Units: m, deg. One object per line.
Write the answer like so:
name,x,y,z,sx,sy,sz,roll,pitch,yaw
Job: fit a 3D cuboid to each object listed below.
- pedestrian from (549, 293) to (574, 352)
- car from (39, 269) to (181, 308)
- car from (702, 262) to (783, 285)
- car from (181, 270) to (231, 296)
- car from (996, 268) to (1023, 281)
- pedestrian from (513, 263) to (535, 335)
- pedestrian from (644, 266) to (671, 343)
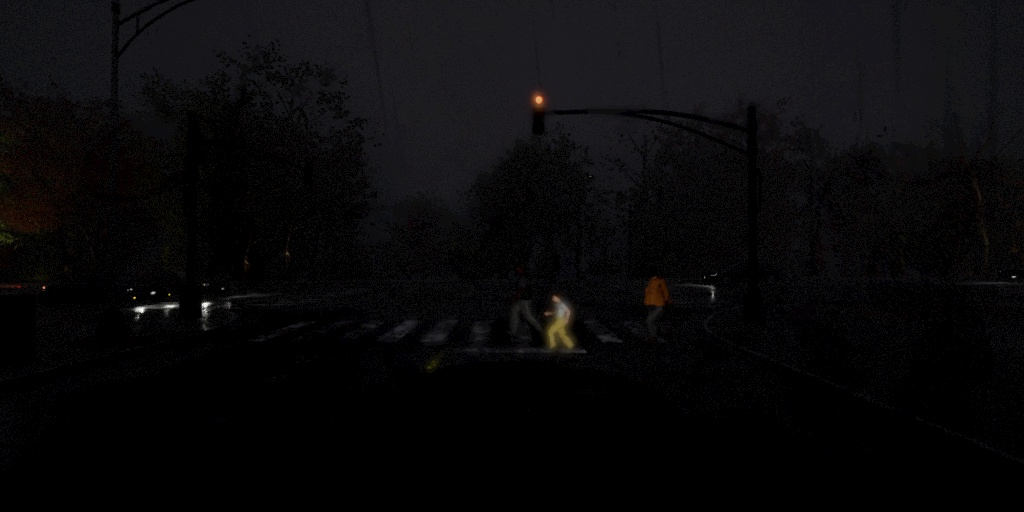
pedestrian,1.032,1.325,7.496,0.375,1.300,0.375,1,-1,1
car,-17.346,1.413,15.413,4.181,1.385,1.994,0,-1,2
car,15.491,1.154,24.257,4.892,1.490,1.837,-1,-1,2
car,-17.373,1.422,18.671,4.674,1.442,1.812,0,-1,1
car,35.314,1.048,23.578,4.718,1.301,1.895,-1,-1,2
pedestrian,0.295,1.030,8.708,0.375,1.860,0.375,1,-1,1
pedestrian,3.257,1.045,8.076,0.375,1.860,0.375,1,-1,1
